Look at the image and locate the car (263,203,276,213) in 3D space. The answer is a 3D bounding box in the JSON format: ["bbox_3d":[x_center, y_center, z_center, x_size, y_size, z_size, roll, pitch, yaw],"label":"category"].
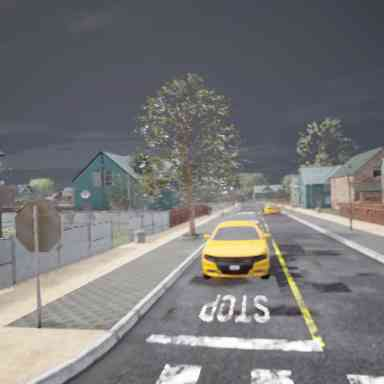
[{"bbox_3d":[12.264,2.519,52.828,1.895,1.301,4.718,-2,-1,11],"label":"car"}]

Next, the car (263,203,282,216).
[{"bbox_3d":[10.354,2.206,42.538,1.882,1.535,5.008,-2,-1,11],"label":"car"}]

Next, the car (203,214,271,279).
[{"bbox_3d":[1.551,1.737,11.097,1.882,1.535,5.008,-2,-1,10],"label":"car"}]

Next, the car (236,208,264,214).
[{"bbox_3d":[3.347,1.964,20.822,1.812,1.442,4.674,-2,-1,10],"label":"car"}]

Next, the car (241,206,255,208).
[{"bbox_3d":[5.192,2.125,30.751,1.837,1.490,4.892,-2,-1,10],"label":"car"}]
